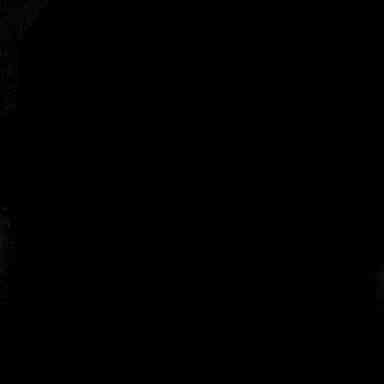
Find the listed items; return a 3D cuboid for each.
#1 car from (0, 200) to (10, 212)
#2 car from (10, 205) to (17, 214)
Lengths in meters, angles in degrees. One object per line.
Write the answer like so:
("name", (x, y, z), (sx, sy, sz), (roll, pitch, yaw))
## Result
("car", (-19.346, 1.183, 29.146), (2.192, 1.841, 5.009), (0, -1, 36))
("car", (-16.202, 1.526, 33.534), (1.802, 1.307, 4.206), (0, -1, 36))
